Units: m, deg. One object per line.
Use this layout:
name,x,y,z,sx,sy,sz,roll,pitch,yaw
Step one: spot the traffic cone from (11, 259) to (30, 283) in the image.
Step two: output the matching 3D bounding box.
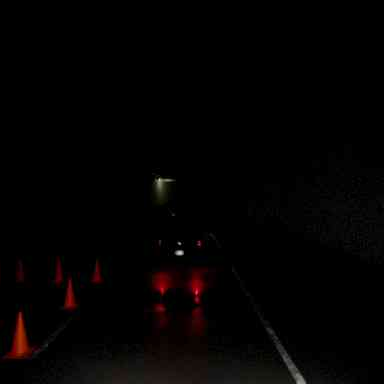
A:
traffic cone,-4.504,2.059,8.755,0.340,0.580,0.340,0,-1,-1

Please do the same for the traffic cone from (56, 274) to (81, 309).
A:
traffic cone,-2.485,2.034,6.774,0.340,0.580,0.340,0,-1,-1

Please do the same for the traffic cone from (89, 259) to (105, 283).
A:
traffic cone,-2.504,2.055,8.774,0.340,0.580,0.340,0,-1,-1

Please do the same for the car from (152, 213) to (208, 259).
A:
car,-0.439,1.741,13.227,1.895,1.301,4.718,0,-1,-1

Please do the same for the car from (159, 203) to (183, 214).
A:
car,-1.988,1.826,31.530,2.128,1.511,4.902,0,-1,-9

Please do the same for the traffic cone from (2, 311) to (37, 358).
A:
traffic cone,-2.467,2.013,4.774,0.340,0.580,0.340,0,-1,-1

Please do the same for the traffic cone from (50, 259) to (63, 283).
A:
traffic cone,-3.504,2.057,8.764,0.340,0.580,0.340,0,-1,-1
